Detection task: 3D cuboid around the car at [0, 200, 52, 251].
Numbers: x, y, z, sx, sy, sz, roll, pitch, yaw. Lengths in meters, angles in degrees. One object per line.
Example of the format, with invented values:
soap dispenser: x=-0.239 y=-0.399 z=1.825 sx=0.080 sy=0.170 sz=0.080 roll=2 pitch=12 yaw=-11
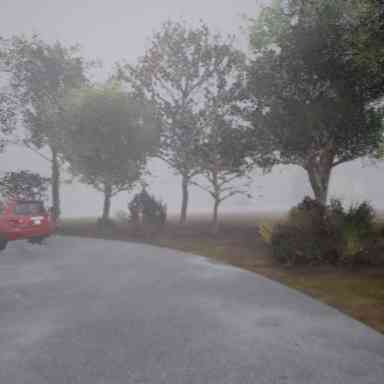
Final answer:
car: x=-8.934 y=1.389 z=14.966 sx=5.566 sy=2.045 sz=2.150 roll=-1 pitch=-1 yaw=23
